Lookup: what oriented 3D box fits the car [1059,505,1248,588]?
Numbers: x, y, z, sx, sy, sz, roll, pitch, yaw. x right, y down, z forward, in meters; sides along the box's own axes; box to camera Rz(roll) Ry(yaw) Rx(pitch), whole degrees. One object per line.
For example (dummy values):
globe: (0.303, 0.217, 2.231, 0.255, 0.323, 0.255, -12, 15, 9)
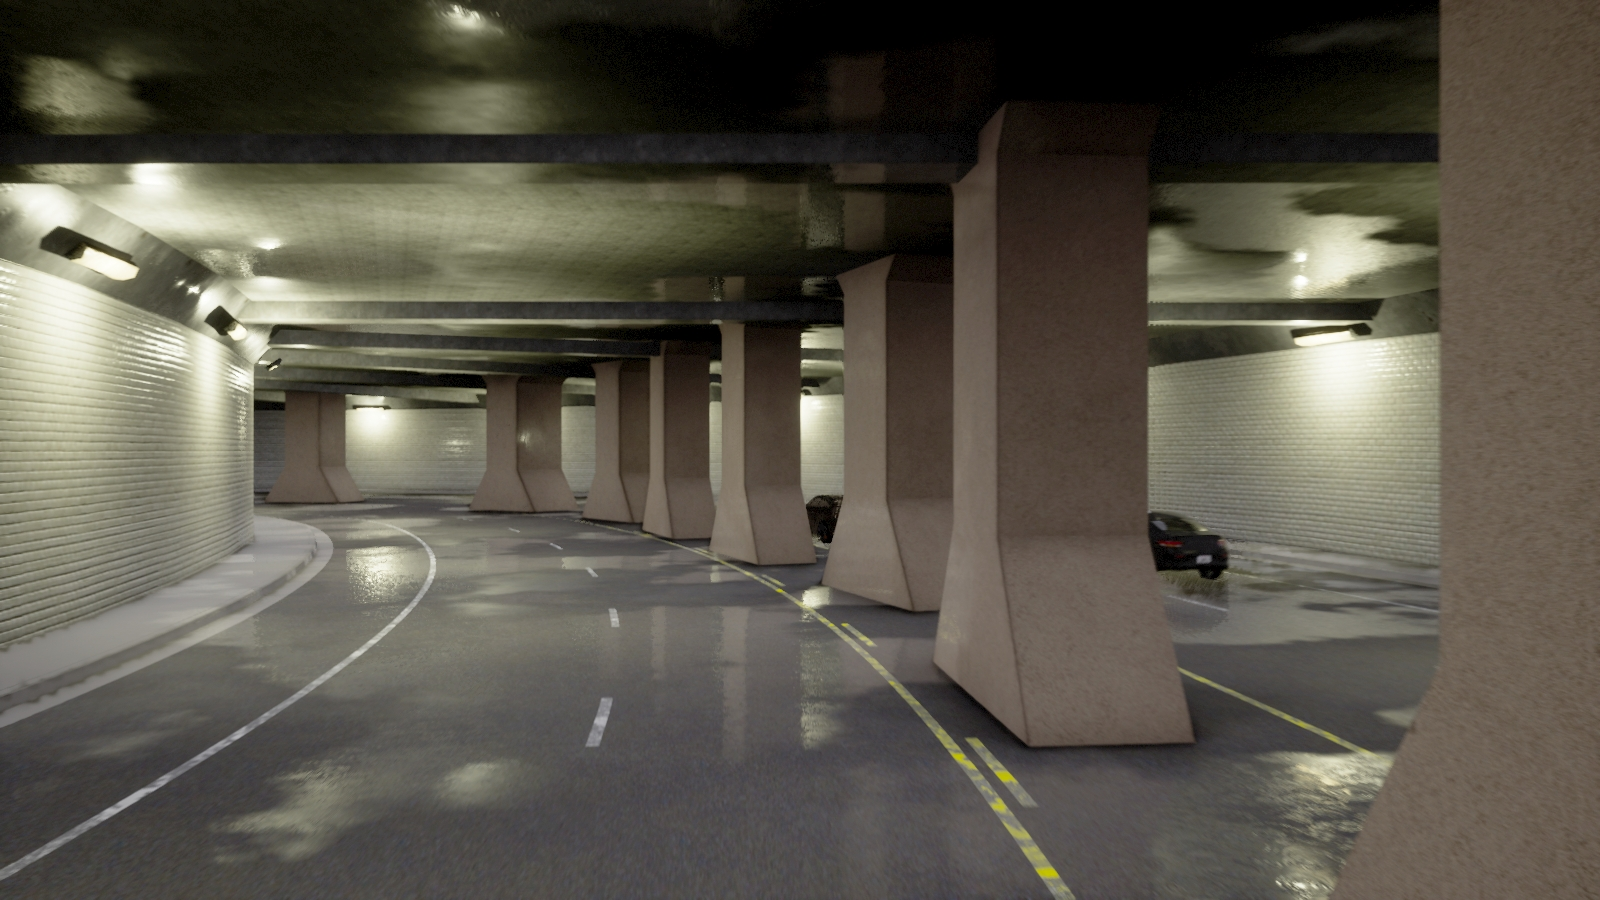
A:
car: (7.789, 2.080, 25.741, 2.002, 1.442, 4.674, 0, 0, -13)
